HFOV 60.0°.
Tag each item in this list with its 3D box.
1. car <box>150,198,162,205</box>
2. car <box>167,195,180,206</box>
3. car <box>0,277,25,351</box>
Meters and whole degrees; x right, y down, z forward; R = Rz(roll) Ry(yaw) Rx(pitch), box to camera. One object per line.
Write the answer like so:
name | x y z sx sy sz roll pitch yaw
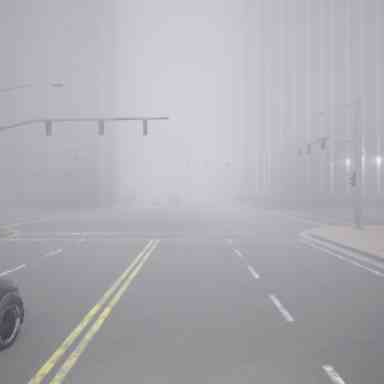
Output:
car | -7.000 1.899 63.952 1.895 1.301 4.718 0 0 0
car | -3.501 1.519 63.942 2.150 2.045 5.566 0 0 0
car | -3.586 1.581 3.456 1.994 1.385 4.181 0 0 0
